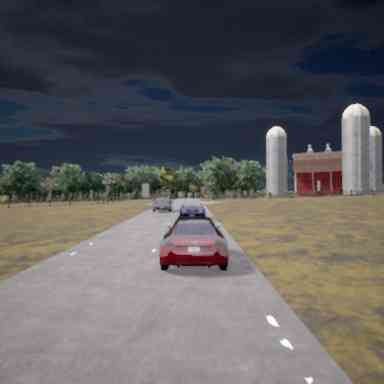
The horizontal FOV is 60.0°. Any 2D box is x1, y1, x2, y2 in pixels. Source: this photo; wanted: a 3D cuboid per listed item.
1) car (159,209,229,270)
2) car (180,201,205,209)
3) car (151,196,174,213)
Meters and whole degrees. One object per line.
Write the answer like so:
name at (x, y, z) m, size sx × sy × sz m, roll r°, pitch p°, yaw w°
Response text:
car at (0.060, 1.474, 10.771) m, size 1.994 × 1.385 × 4.181 m, roll 0°, pitch 0°, yaw 0°
car at (0.041, 1.381, 26.134) m, size 1.895 × 1.301 × 4.718 m, roll 0°, pitch 0°, yaw 0°
car at (-2.887, 1.237, 33.366) m, size 1.837 × 1.490 × 4.892 m, roll 0°, pitch 0°, yaw 0°
